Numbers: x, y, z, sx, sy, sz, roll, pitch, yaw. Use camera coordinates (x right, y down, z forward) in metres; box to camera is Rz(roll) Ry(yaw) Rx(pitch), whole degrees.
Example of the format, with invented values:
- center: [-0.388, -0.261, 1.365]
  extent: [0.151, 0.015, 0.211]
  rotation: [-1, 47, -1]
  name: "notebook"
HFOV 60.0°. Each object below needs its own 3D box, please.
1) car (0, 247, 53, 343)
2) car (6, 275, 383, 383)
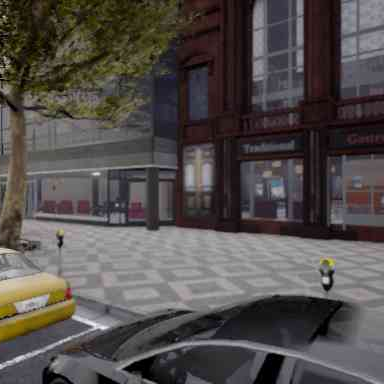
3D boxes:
- center: [-4.120, 1.541, 6.016]
  extent: [4.829, 1.417, 1.752]
  rotation: [0, 0, 36]
  name: "car"
- center: [0.611, 1.568, 2.642]
  extent: [4.313, 1.339, 1.947]
  rotation: [0, 0, 36]
  name: "car"
